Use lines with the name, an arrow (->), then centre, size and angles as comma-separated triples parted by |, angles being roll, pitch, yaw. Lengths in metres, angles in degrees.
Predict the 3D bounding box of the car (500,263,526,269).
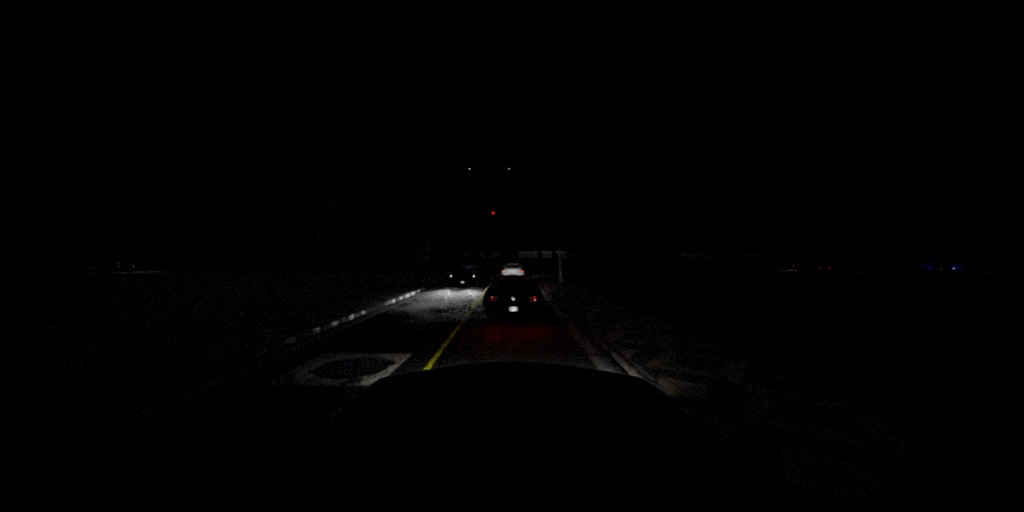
car -> 0.064, 1.235, 27.523 | 1.812, 1.442, 4.674 | 0, 0, 0

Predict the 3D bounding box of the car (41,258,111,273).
car -> -49.049, 1.203, 40.055 | 5.357, 1.411, 2.033 | 0, 0, -3

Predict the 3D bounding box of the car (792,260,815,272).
car -> 37.090, 1.237, 43.420 | 5.357, 1.411, 2.033 | 0, 0, 0

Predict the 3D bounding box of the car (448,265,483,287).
car -> -3.059, 1.314, 24.386 | 1.895, 1.301, 4.718 | 0, 0, 0

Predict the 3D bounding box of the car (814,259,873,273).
car -> 37.339, 1.311, 40.166 | 4.718, 1.301, 1.895 | 0, 0, 0

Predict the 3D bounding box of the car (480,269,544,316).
car -> 0.066, 1.332, 13.203 | 1.895, 1.301, 4.718 | 0, 0, 0
